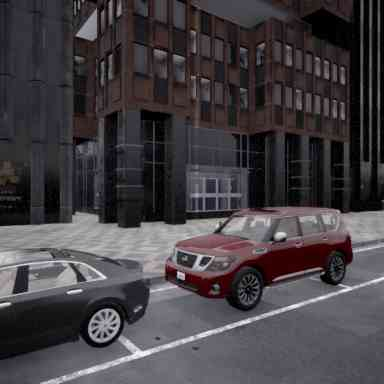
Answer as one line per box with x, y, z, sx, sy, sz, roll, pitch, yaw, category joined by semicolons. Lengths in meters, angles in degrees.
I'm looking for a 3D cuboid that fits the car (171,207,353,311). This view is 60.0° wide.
1.831;1.315;7.951;5.009;1.841;2.192;0;0;-35;car

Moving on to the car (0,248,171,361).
-2.737;1.551;4.695;4.403;1.369;2.008;0;0;-35;car
